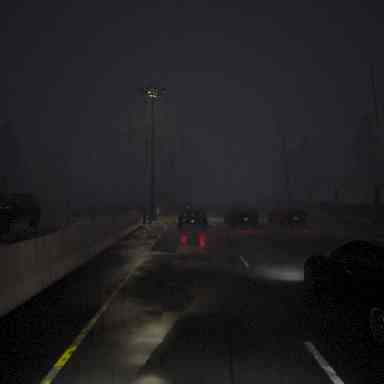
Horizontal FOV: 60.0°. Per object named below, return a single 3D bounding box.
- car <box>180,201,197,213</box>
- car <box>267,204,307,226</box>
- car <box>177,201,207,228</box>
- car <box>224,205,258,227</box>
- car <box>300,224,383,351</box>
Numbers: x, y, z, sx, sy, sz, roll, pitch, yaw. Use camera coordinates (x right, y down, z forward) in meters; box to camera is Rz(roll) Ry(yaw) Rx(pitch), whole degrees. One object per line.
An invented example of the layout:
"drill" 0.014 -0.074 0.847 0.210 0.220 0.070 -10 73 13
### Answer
"car" -0.480 1.860 42.246 2.033 1.411 5.357 0 0 -1
"car" 6.983 1.663 24.966 1.882 1.535 5.008 0 0 -1
"car" 0.009 1.667 23.501 2.128 1.511 4.902 0 0 -1
"car" 3.499 1.658 24.349 1.882 1.535 5.008 0 0 -1
"car" 3.600 1.572 6.094 1.812 1.442 4.674 0 0 0
